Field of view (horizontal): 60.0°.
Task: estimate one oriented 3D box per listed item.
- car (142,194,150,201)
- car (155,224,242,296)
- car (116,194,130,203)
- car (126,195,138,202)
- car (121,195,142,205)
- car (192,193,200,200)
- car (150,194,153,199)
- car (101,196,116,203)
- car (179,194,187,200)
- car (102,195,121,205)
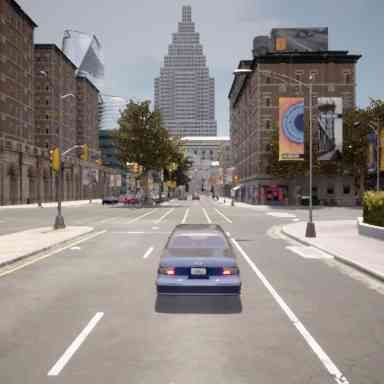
[{"bbox_3d":[-10.678,1.500,69.514,1.837,1.490,4.892,0,0,1],"label":"car"},{"bbox_3d":[0.166,1.547,8.803,2.033,1.411,5.357,0,0,1],"label":"car"},{"bbox_3d":[-14.189,1.355,68.642,2.097,1.767,4.553,0,0,1],"label":"car"},{"bbox_3d":[-14.067,1.478,78.741,1.882,1.535,5.008,0,0,1],"label":"car"},{"bbox_3d":[-10.866,1.477,59.719,1.882,1.535,5.008,0,0,1],"label":"car"},{"bbox_3d":[1.069,1.350,89.882,2.097,1.767,4.553,0,0,1],"label":"car"},{"bbox_3d":[-10.558,1.355,79.503,2.097,1.767,4.553,0,0,1],"label":"car"},{"bbox_3d":[-17.426,1.595,69.687,1.895,1.301,4.718,0,0,1],"label":"car"},{"bbox_3d":[-2.436,1.540,89.523,2.033,1.411,5.357,0,0,1],"label":"car"},{"bbox_3d":[-14.384,1.601,58.535,1.895,1.301,4.718,0,0,1],"label":"car"}]
